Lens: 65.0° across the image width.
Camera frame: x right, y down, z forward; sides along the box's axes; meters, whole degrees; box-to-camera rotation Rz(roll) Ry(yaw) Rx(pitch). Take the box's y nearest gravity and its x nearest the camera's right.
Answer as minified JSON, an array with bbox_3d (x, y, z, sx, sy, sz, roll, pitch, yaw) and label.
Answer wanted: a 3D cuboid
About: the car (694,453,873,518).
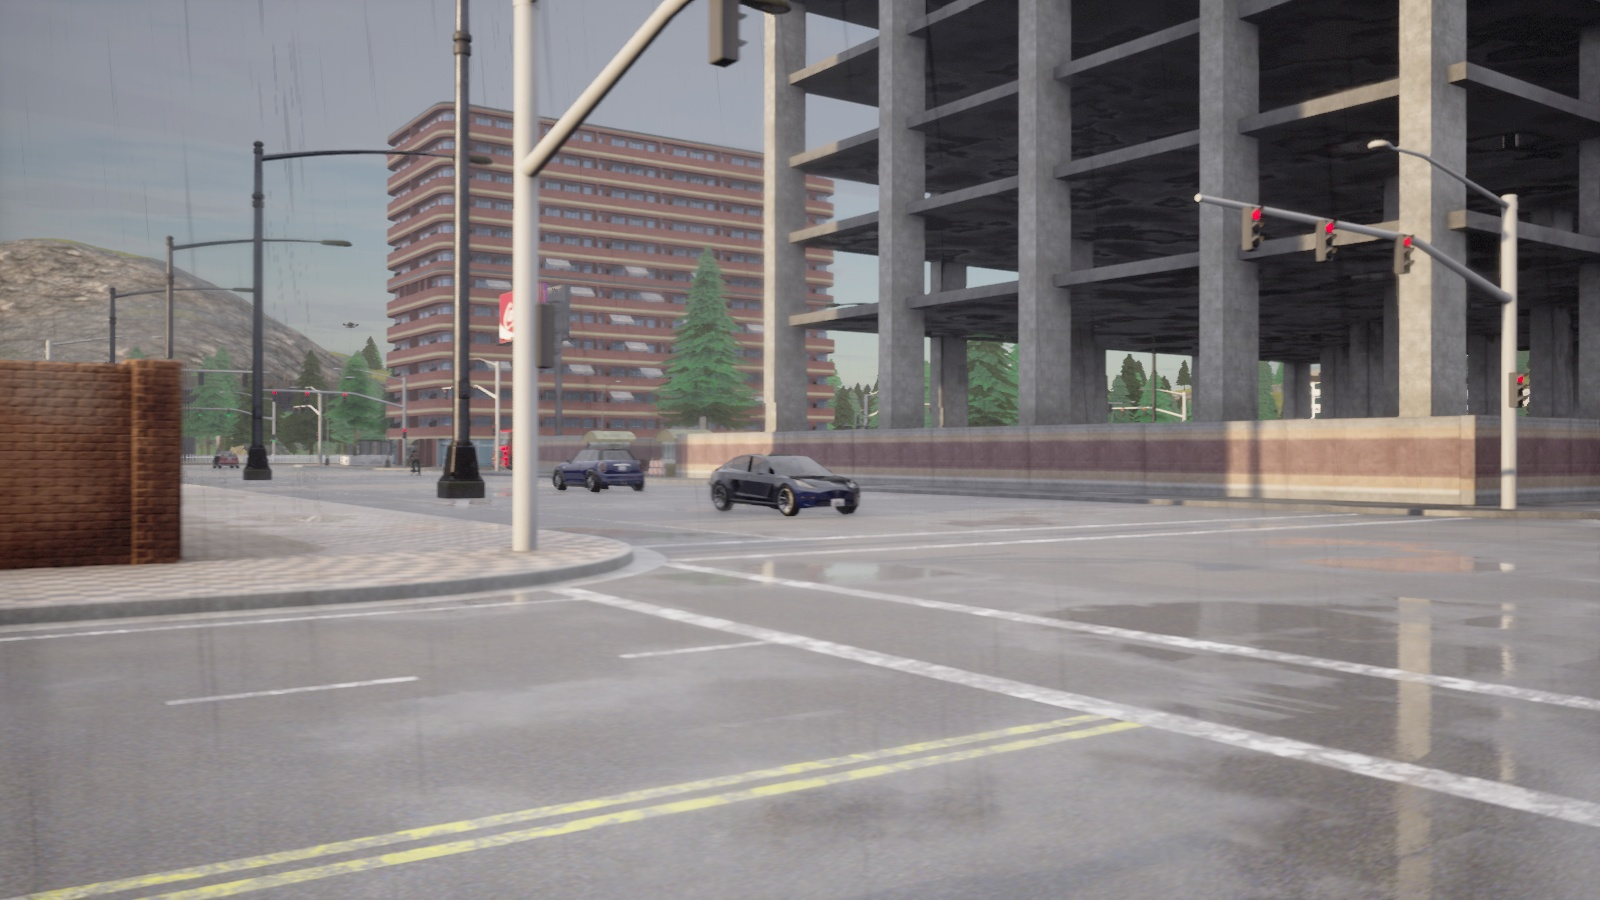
[{"bbox_3d":[-0.504,0.823,31.364,2.163,1.488,4.792,0,0,-34],"label":"car"}]

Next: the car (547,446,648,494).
[{"bbox_3d":[-7.843,0.738,48.325,2.097,1.767,4.553,0,0,-34],"label":"car"}]
